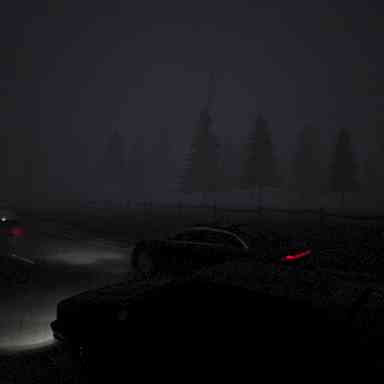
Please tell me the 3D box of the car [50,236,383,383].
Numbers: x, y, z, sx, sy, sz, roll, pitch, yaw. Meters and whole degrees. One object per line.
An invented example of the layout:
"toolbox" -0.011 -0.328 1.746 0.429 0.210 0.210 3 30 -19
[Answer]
"car" 0.620 1.557 3.712 5.357 1.411 2.033 0 0 37

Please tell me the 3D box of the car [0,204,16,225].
"car" -13.863 1.546 23.360 1.812 1.442 4.674 0 0 -45

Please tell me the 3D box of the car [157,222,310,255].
"car" 0.505 1.510 8.350 4.902 1.511 2.128 0 0 40
